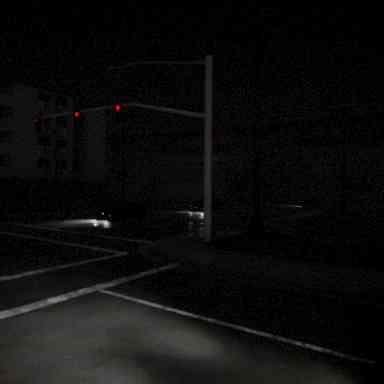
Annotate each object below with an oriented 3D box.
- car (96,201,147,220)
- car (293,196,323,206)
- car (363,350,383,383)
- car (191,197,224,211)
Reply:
[{"bbox_3d":[-5.487,1.419,26.340,1.994,1.385,4.181,1,1,34],"label":"car"},{"bbox_3d":[17.933,1.399,51.376,4.674,1.442,1.812,1,0,-18],"label":"car"},{"bbox_3d":[3.403,1.600,1.531,4.718,1.301,1.895,0,0,36],"label":"car"},{"bbox_3d":[1.765,1.338,36.877,1.837,1.490,4.892,1,2,35],"label":"car"}]
